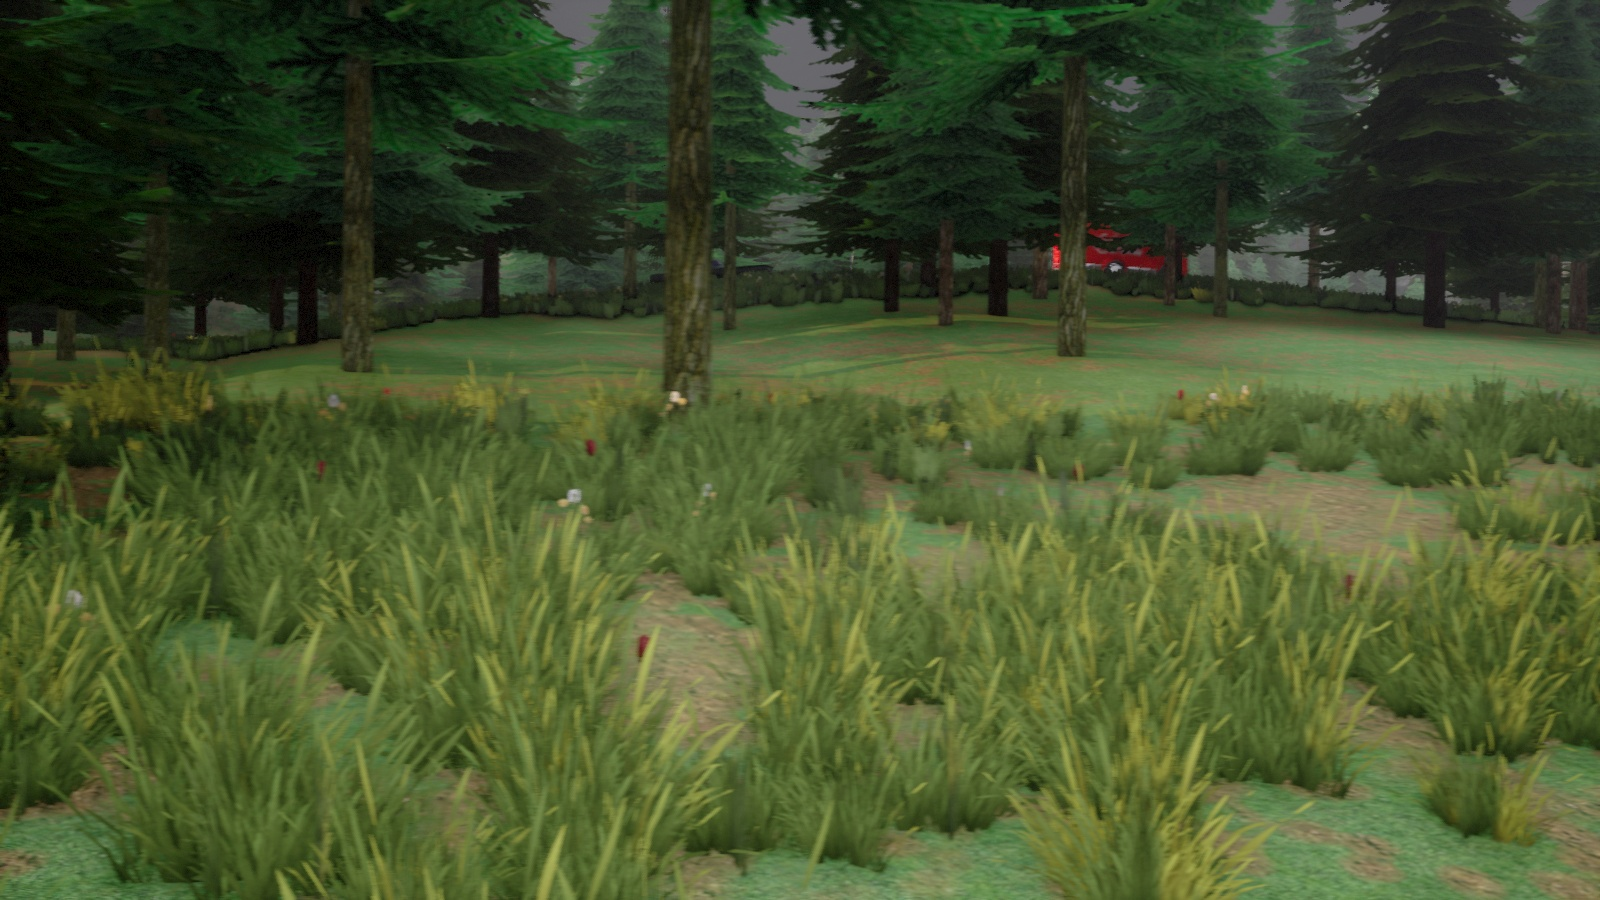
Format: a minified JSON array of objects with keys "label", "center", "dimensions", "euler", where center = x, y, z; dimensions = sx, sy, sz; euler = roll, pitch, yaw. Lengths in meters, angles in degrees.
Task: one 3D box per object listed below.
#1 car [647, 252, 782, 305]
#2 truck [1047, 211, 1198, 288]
[{"label":"car","center":[-3.194,-6.464,47.519],"dimensions":[4.718,1.301,1.895],"euler":[-5,1,7]},{"label":"truck","center":[12.761,-7.873,49.771],"dimensions":[5.204,2.467,2.627],"euler":[-1,1,-21]}]
